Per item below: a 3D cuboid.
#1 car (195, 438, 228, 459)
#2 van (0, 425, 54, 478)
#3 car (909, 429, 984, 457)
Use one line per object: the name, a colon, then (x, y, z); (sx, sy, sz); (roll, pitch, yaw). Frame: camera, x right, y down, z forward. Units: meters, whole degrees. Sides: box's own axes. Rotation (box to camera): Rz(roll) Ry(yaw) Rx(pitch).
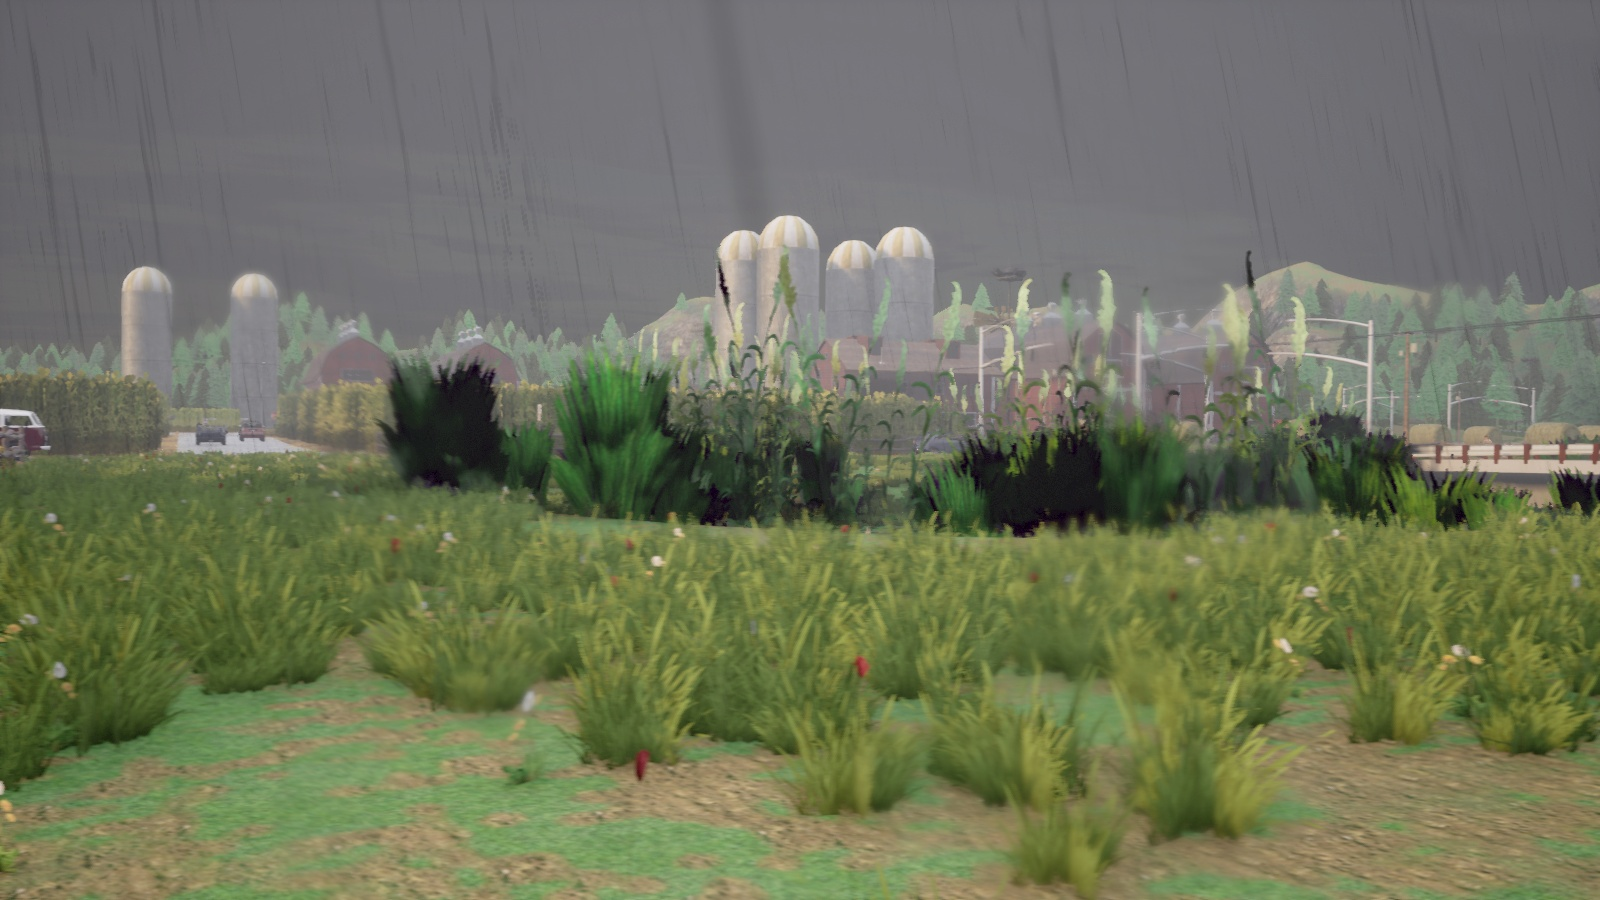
car: (-40.443, -0.117, 86.242); (1.895, 1.301, 4.718); (-1, 1, -26)
van: (-31.801, 0.069, 48.939); (4.480, 2.038, 2.069); (-1, 1, -26)
car: (8.021, -0.393, 68.728); (3.633, 1.501, 1.845); (-1, 1, -26)
